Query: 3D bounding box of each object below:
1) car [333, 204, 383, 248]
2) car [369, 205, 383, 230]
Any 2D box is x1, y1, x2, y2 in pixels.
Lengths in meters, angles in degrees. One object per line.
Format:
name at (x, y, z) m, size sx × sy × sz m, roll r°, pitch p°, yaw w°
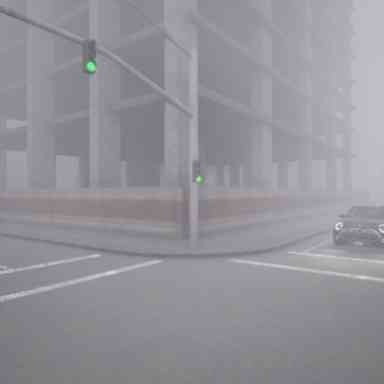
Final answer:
car at (7.656, 1.363, 14.439) m, size 2.097 × 1.767 × 4.553 m, roll 0°, pitch 0°, yaw 36°
car at (12.988, 1.612, 21.660) m, size 1.895 × 1.301 × 4.718 m, roll 0°, pitch 0°, yaw 36°
